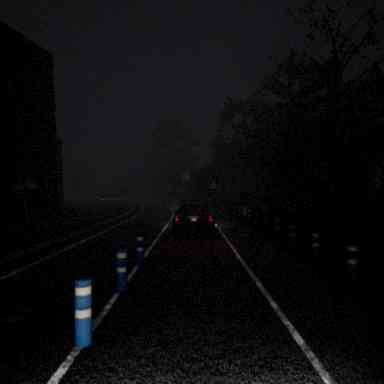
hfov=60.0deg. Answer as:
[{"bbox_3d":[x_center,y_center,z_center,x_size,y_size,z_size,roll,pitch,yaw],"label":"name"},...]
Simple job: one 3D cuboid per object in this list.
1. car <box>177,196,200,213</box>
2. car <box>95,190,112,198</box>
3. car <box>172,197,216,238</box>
[{"bbox_3d":[-0.471,1.261,35.460,2.128,1.511,4.902,0,2,-5],"label":"car"},{"bbox_3d":[-18.984,0.398,71.397,2.097,1.767,4.553,-5,3,-39],"label":"car"},{"bbox_3d":[0.084,1.307,17.617,2.097,1.767,4.553,0,0,0],"label":"car"}]
